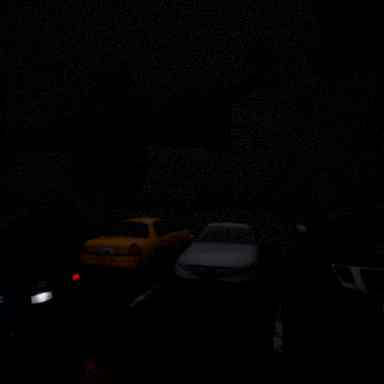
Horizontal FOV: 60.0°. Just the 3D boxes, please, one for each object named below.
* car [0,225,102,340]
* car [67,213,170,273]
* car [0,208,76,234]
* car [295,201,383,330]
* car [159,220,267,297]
[{"bbox_3d":[-3.877,1.538,6.141,4.181,1.385,1.994,0,0,35],"label":"car"},{"bbox_3d":[-1.439,1.460,10.718,1.946,1.575,5.366,0,-1,16],"label":"car"},{"bbox_3d":[-6.377,1.453,13.996,2.163,1.488,4.792,1,0,15],"label":"car"},{"bbox_3d":[3.410,1.236,7.023,2.435,2.045,5.566,1,0,16],"label":"car"},{"bbox_3d":[0.966,1.514,8.798,2.002,1.452,4.674,1,0,15],"label":"car"}]
